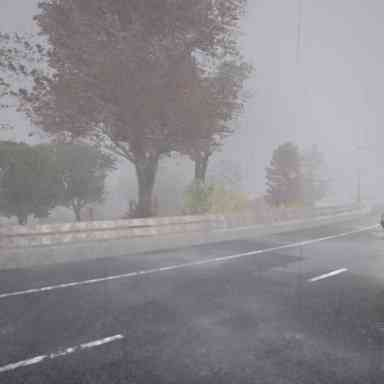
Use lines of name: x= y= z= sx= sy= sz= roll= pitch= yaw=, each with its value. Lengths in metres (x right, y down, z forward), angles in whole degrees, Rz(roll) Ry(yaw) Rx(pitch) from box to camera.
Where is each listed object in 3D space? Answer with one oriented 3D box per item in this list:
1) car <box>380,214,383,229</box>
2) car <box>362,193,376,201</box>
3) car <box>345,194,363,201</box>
car: x=13.520 y=1.597 z=21.239 sx=2.033 sy=1.411 sz=5.357 roll=0 pitch=0 yaw=42
car: x=43.492 y=1.247 z=82.843 sx=2.150 sy=2.045 sz=5.566 roll=0 pitch=0 yaw=2
car: x=40.007 y=1.624 z=83.149 sx=1.895 sy=1.301 sz=4.718 roll=0 pitch=0 yaw=2
